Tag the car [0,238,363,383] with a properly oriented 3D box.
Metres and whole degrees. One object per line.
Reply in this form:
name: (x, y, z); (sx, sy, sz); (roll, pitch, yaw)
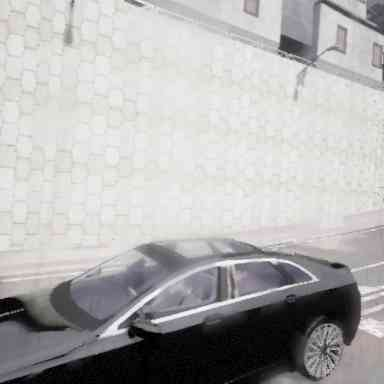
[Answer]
car: (-0.186, 1.363, 3.797); (4.902, 1.511, 2.128); (-1, 2, -29)
